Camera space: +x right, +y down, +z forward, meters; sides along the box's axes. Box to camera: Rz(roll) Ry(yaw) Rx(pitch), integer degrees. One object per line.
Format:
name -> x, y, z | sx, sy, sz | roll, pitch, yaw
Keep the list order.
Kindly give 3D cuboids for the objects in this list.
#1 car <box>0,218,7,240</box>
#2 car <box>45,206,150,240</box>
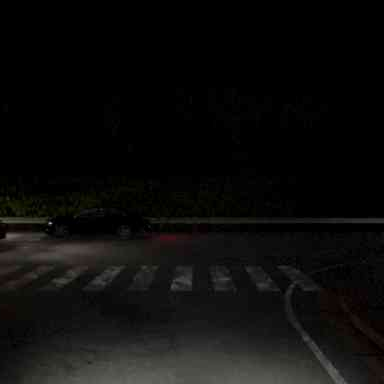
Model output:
car -> -10.048, 1.182, 12.445 | 5.566, 2.045, 2.150 | 0, 0, 0
car -> -4.485, 1.443, 16.119 | 4.902, 1.511, 2.128 | 0, 0, 0
